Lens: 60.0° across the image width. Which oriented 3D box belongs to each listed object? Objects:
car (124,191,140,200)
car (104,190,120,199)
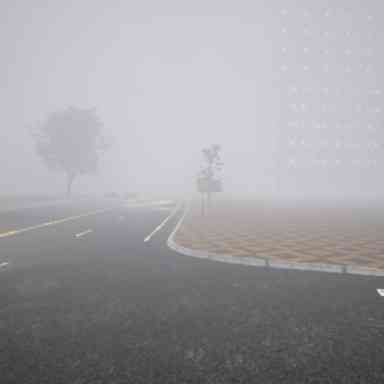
[{"bbox_3d":[-9.754,0.483,54.261,1.994,1.385,4.181,1,1,-1],"label":"car"},{"bbox_3d":[-13.002,0.432,54.186,1.994,1.385,4.181,1,1,-1],"label":"car"}]
